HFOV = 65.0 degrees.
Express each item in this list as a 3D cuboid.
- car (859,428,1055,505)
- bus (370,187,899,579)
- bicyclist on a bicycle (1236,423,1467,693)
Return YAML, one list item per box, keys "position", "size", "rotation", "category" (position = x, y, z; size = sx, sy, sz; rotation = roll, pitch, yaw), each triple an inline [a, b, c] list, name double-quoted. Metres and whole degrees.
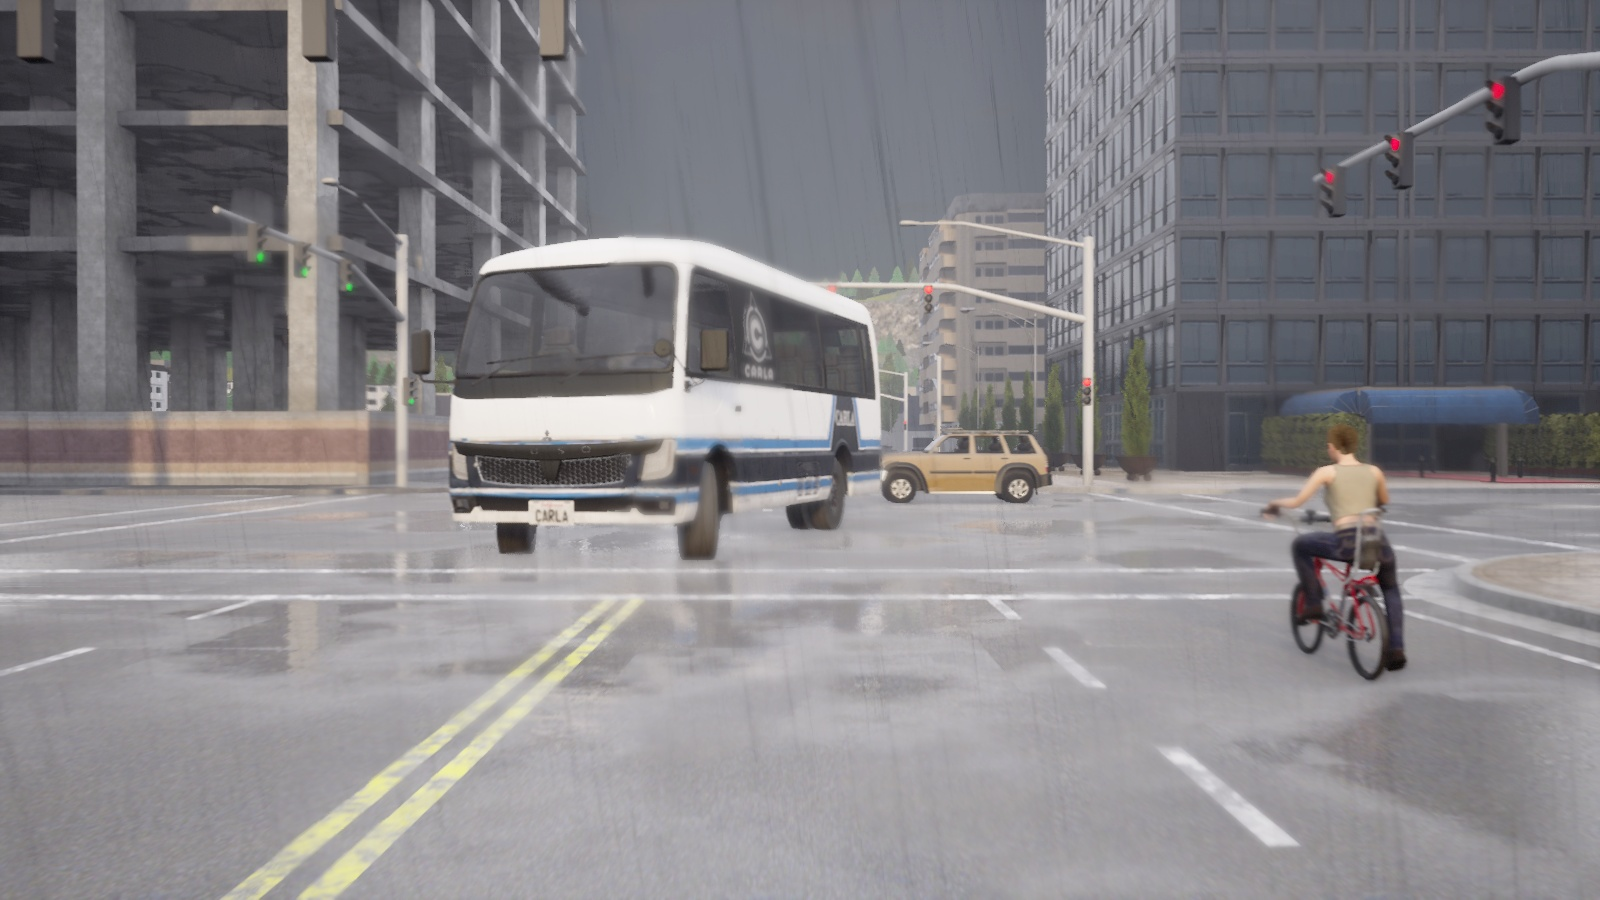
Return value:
- position: [3.817, 0.391, 31.154]
  size: [4.605, 1.855, 1.932]
  rotation: [0, 0, -1]
  category: "car"
- position: [-1.617, -0.739, 19.124]
  size: [3.944, 4.253, 10.273]
  rotation: [0, 0, 18]
  category: "bus"
- position: [3.558, 0.639, 8.258]
  size: [0.866, 1.612, 1.509]
  rotation: [0, 0, 1]
  category: "bicyclist on a bicycle"
